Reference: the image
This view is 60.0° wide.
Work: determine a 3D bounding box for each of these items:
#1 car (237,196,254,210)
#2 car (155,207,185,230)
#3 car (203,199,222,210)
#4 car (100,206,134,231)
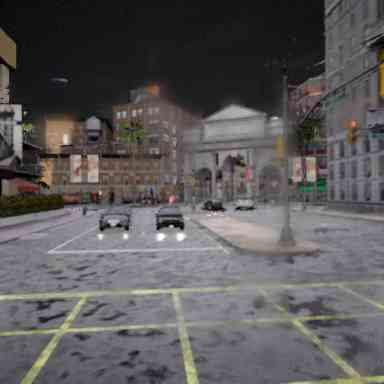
[{"bbox_3d":[8.019,1.567,49.854,2.150,2.045,5.566,-1,0,14],"label":"car"},{"bbox_3d":[-1.549,1.757,23.192,2.033,1.411,5.357,0,0,-6],"label":"car"},{"bbox_3d":[3.133,1.898,50.342,1.837,1.490,4.892,0,0,-15],"label":"car"},{"bbox_3d":[-4.997,1.727,22.521,2.128,1.511,4.902,0,0,-6],"label":"car"}]
